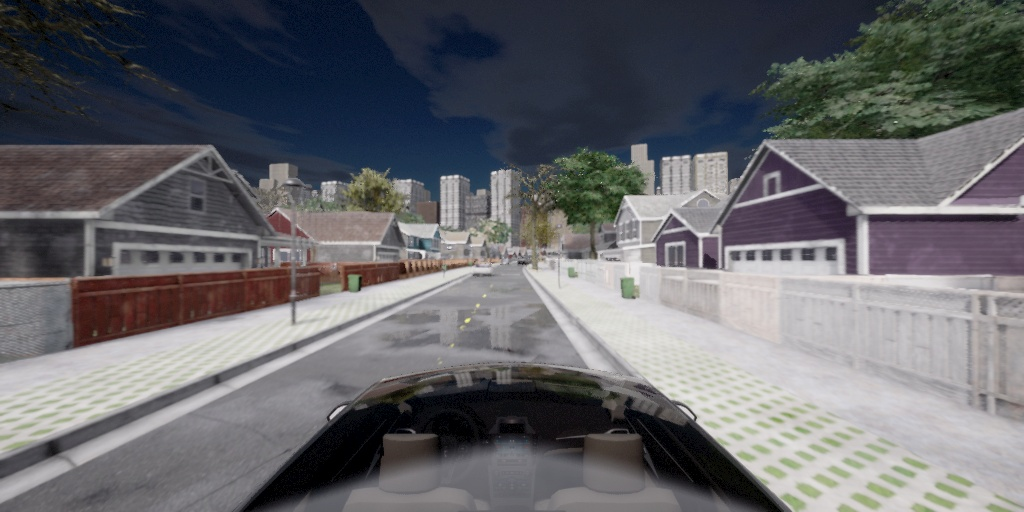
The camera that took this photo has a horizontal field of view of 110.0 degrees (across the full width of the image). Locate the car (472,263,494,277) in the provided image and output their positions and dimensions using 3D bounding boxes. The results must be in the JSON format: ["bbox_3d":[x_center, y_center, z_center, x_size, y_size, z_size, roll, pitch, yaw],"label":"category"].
[{"bbox_3d":[-2.847,1.383,35.395,1.895,1.301,4.718,0,0,0],"label":"car"}]
